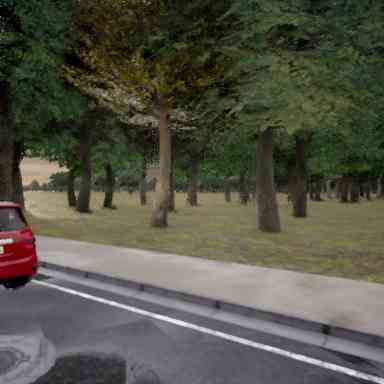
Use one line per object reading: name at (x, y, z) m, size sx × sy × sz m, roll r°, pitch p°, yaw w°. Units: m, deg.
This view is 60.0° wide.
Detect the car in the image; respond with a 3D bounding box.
car at (-5.923, 1.214, 7.898) m, size 5.566 × 2.045 × 2.150 m, roll 0°, pitch 0°, yaw 35°
